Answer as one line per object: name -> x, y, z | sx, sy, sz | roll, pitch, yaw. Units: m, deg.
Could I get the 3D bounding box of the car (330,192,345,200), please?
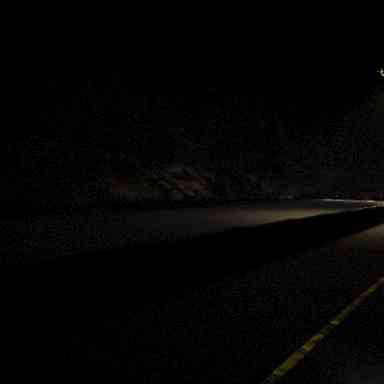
car -> 28.736, 0.724, 65.458 | 1.812, 1.442, 4.674 | 1, 2, 41

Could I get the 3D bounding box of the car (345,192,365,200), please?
car -> 31.382, 0.734, 63.166 | 1.882, 1.535, 5.008 | 1, 2, 41

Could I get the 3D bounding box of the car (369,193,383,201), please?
car -> 34.028, 0.852, 60.878 | 2.033, 1.411, 5.357 | 1, 2, 41
